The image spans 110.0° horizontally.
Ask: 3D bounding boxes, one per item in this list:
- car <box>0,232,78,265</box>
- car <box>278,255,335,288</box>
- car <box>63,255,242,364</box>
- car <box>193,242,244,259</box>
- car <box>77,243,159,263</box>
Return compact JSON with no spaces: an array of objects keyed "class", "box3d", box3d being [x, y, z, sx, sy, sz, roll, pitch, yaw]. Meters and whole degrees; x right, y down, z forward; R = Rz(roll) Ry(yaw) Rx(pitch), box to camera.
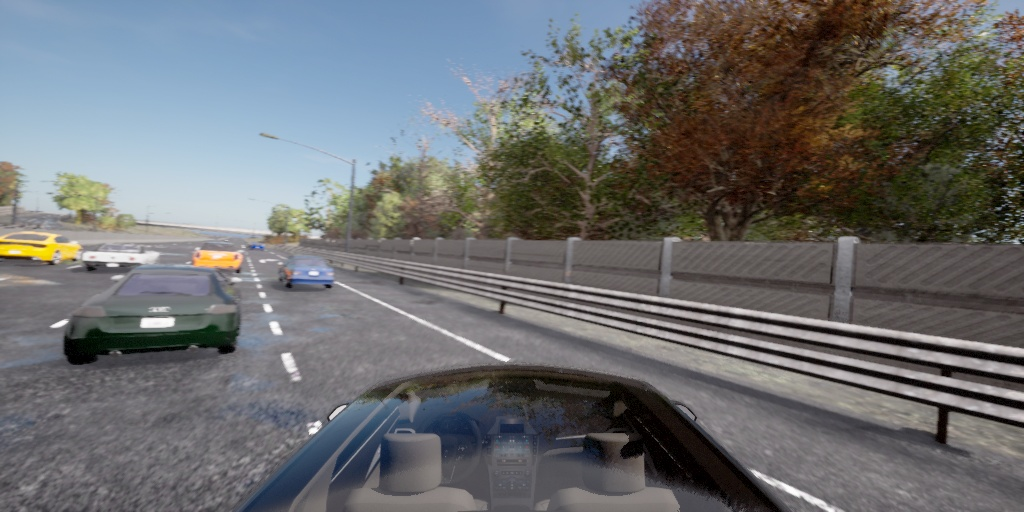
[{"class":"car","box3d":[-23.471,-0.431,17.848,1.882,1.535,5.008,5,-1,-37]},{"class":"car","box3d":[-9.746,0.672,16.909,2.033,1.411,5.357,5,-1,-37]},{"class":"car","box3d":[-6.396,0.865,6.861,1.994,1.385,4.181,5,-1,-37]},{"class":"car","box3d":[-16.736,-0.026,20.532,2.097,1.767,4.553,5,-1,-37]},{"class":"car","box3d":[-18.890,0.037,17.573,1.895,1.301,4.718,5,-1,-37]}]
